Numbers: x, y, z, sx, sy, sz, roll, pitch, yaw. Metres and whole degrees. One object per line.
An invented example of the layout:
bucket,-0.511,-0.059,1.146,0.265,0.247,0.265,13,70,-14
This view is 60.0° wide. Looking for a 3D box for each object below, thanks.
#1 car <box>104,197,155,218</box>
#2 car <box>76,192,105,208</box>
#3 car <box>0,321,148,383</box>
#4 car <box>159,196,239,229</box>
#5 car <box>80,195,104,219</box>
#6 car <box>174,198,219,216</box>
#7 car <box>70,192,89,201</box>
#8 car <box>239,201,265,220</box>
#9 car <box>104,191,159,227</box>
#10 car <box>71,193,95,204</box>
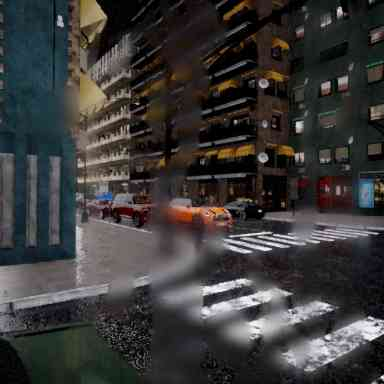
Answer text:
car,-5.302,1.184,27.587,2.033,1.411,5.357,1,0,-36
car,-11.181,1.018,35.724,1.812,1.442,4.674,1,1,-36
car,-2.512,1.601,1.586,4.718,1.301,1.895,0,0,-35
car,0.294,1.127,19.894,2.097,1.767,4.553,1,0,-37
car,-6.489,1.183,24.825,1.887,1.381,4.507,2,0,-36
car,0.323,1.289,29.705,1.802,1.307,4.206,2,0,-36
car,-19.267,0.769,56.784,1.887,1.381,4.507,2,0,-36
car,3.588,1.354,25.192,1.947,1.339,4.313,2,0,-36
car,-3.217,1.034,20.312,2.192,1.841,5.009,2,0,-36
car,-15.505,0.852,47.147,1.837,1.490,4.892,1,0,-36
